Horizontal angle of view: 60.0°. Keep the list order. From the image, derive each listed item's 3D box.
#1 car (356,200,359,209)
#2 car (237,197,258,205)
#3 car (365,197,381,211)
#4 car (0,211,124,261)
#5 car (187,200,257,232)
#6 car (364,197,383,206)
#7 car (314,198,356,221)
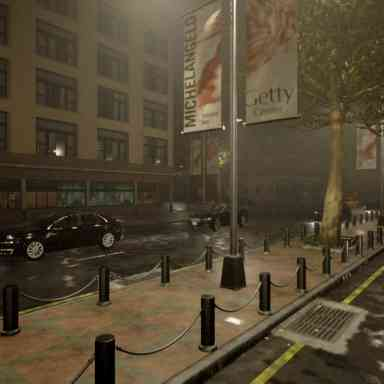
[{"bbox_3d":[19.877,1.477,42.532,1.882,1.535,5.008,0,0,40],"label":"car"},{"bbox_3d":[7.223,1.504,48.946,4.892,1.490,1.837,0,0,36],"label":"car"},{"bbox_3d":[22.358,1.564,40.038,1.994,1.385,4.181,0,0,40],"label":"car"},{"bbox_3d":[-4.861,1.505,12.552,1.837,1.490,4.892,0,0,40],"label":"car"},{"bbox_3d":[1.705,1.492,20.468,2.128,1.511,4.902,0,0,40],"label":"car"},{"bbox_3d":[30.086,1.547,54.836,2.033,1.411,5.357,0,0,40],"label":"car"},{"bbox_3d":[11.390,1.505,26.751,1.837,1.490,4.892,0,0,40],"label":"car"}]
